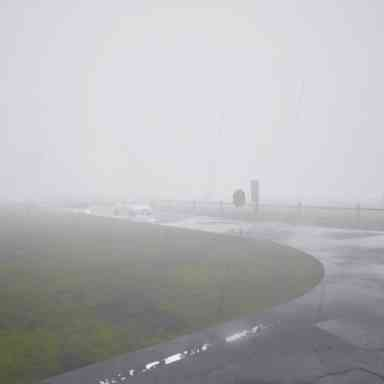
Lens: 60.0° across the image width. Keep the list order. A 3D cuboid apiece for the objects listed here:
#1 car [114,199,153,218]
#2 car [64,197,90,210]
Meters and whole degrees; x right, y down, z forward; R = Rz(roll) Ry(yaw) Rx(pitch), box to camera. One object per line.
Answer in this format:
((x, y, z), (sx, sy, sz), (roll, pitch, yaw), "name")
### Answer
((-5.207, 1.388, 28.901), (1.812, 1.442, 4.674), (-1, 1, -39), "car")
((-13.733, 1.323, 39.764), (1.994, 1.385, 4.181), (-1, 1, -38), "car")
